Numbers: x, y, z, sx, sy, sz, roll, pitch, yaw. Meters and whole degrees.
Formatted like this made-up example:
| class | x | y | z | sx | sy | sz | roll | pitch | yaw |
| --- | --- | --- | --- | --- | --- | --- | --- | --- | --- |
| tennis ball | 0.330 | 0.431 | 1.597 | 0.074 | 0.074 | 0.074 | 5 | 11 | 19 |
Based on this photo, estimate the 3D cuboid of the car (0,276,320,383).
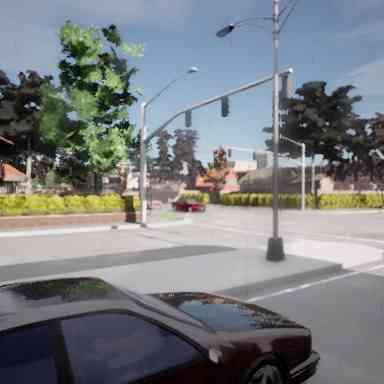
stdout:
| class | x | y | z | sx | sy | sz | roll | pitch | yaw |
| --- | --- | --- | --- | --- | --- | --- | --- | --- | --- |
| car | -1.182 | 1.549 | 2.901 | 5.357 | 1.411 | 2.033 | 0 | 0 | -36 |

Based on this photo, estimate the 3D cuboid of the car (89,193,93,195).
| class | x | y | z | sx | sy | sz | roll | pitch | yaw |
| --- | --- | --- | --- | --- | --- | --- | --- | --- | --- |
| car | -18.065 | 1.275 | 62.300 | 2.150 | 2.045 | 5.566 | 0 | 0 | -35 |

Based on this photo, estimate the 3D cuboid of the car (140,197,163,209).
| class | x | y | z | sx | sy | sz | roll | pitch | yaw |
| --- | --- | --- | --- | --- | --- | --- | --- | --- | --- |
| car | -5.807 | 1.407 | 45.362 | 2.097 | 1.767 | 4.553 | 0 | 0 | -36 |

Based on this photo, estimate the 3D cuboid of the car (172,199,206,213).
| class | x | y | z | sx | sy | sz | roll | pitch | yaw |
| --- | --- | --- | --- | --- | --- | --- | --- | --- | --- |
| car | -0.390 | 1.533 | 37.922 | 1.882 | 1.535 | 5.008 | 0 | 0 | -36 |
